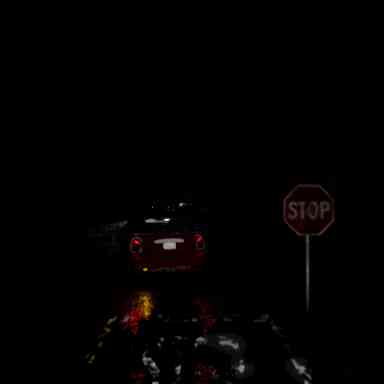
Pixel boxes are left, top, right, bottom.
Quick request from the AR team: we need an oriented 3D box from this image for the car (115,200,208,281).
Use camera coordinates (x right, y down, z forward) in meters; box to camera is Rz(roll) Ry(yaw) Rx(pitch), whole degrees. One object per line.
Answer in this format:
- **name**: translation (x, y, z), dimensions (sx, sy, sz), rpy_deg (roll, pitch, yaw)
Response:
- **car**: translation (-1.111, 1.307, 10.036), dimensions (2.097, 1.767, 4.553), rpy_deg (0, 0, -15)

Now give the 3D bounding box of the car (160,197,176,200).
- **car**: translation (-2.844, 1.456, 32.008), dimensions (1.895, 1.301, 4.718), rpy_deg (0, 0, 0)

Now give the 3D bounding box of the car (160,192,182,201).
- **car**: translation (-2.809, 1.018, 43.108), dimensions (2.150, 2.045, 5.566), rpy_deg (0, 1, 4)

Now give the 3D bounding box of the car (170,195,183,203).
- **car**: translation (-2.781, 1.285, 59.873), dimensions (1.994, 1.385, 4.181), rpy_deg (0, 0, 0)
